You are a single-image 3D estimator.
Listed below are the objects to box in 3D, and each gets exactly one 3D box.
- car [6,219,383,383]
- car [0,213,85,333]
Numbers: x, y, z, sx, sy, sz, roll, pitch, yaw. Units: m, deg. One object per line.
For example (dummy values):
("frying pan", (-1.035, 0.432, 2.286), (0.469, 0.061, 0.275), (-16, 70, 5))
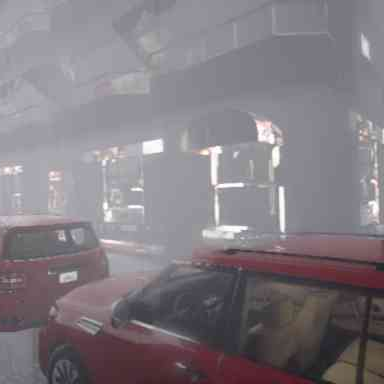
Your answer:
("car", (0.700, 1.276, 2.690), (5.009, 1.841, 2.192), (-1, 0, 41))
("car", (-3.598, 1.338, 6.369), (5.009, 1.841, 2.192), (-1, 0, 41))
